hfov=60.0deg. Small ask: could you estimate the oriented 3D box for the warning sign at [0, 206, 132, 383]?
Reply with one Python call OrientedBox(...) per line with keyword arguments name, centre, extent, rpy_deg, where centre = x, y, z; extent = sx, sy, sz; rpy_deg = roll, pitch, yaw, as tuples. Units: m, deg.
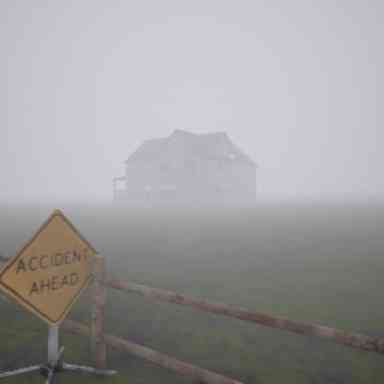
OrientedBox(name="warning sign", centre=(-1.524, 1.113, 3.674), extent=(1.060, 1.860, 1.300), rpy_deg=(1, 0, 35))
